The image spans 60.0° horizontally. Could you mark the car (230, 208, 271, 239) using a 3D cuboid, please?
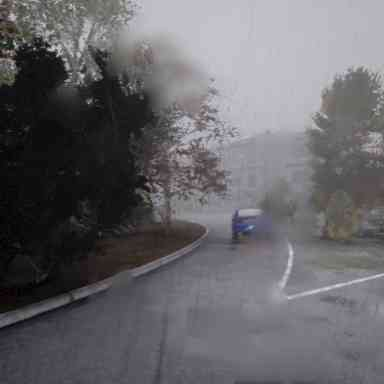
[{"bbox_3d":[3.183,1.601,18.446,1.882,1.535,5.008,-3,-1,7],"label":"car"}]
